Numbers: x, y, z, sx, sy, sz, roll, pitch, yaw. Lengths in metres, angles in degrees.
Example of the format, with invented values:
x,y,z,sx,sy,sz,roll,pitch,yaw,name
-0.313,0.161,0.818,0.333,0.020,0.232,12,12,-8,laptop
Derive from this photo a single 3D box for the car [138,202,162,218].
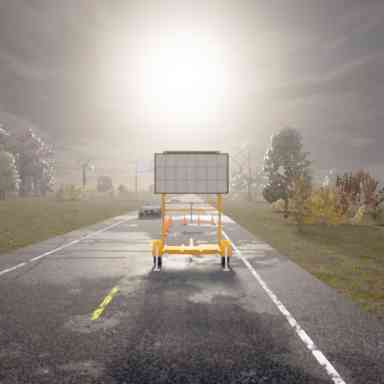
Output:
x,y,z,sx,sy,sz,roll,pitch,yaw,name
-3.644,1.572,30.273,1.994,1.385,4.181,0,0,0,car

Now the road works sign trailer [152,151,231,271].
x,y,z,sx,sy,sz,roll,pitch,yaw,name
-0.016,0.465,10.902,2.380,3.560,2.880,0,0,0,road works sign trailer

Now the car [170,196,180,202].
x,y,z,sx,sy,sz,roll,pitch,yaw,name
-3.606,1.571,71.346,1.812,1.442,4.674,0,0,0,car
